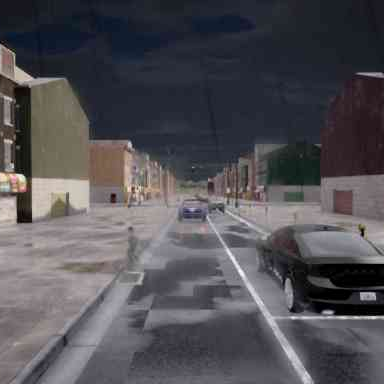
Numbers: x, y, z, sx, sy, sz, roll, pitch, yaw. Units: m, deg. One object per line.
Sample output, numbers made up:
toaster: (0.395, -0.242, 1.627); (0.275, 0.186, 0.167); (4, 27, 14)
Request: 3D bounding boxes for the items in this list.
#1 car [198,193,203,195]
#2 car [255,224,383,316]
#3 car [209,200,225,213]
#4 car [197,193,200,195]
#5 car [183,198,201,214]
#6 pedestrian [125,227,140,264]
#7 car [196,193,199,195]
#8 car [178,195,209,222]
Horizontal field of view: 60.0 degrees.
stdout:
car: (2.599, 1.565, 68.922); (1.887, 1.381, 4.507); (-1, 0, 0)
car: (2.747, 1.475, 7.665); (1.882, 1.535, 5.008); (0, 0, 0)
car: (2.610, 1.550, 36.476); (2.008, 1.369, 4.403); (-1, 0, 0)
car: (2.597, 1.611, 79.987); (1.802, 1.307, 4.206); (-1, 0, 0)
car: (0.006, 1.477, 36.178); (1.882, 1.535, 5.008); (0, 0, 1)
pedestrian: (-1.726, 1.562, 9.862); (0.500, 1.100, 0.500); (-1, 1, -10)
car: (2.592, 1.583, 91.052); (1.887, 1.381, 4.507); (-1, 0, 0)
car: (0.038, 1.349, 26.303); (2.097, 1.767, 4.553); (0, 0, 0)
